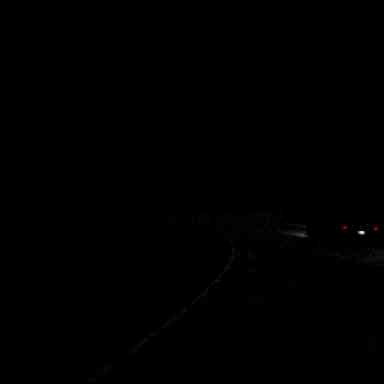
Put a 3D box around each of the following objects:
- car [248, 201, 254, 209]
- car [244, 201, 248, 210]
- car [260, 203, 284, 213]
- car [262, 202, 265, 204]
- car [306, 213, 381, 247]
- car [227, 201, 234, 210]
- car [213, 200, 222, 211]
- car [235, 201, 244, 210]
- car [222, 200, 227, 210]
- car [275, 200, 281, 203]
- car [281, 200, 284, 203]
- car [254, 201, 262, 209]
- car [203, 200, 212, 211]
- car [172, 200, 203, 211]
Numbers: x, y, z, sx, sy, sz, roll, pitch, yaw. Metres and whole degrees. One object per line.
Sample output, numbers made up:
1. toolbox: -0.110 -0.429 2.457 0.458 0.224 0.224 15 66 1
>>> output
1. car: 11.142 3.269 76.589 4.792 1.488 2.163 0 -1 17
2. car: 9.409 3.045 74.207 4.553 1.767 2.185 1 -1 17
3. car: 14.736 3.226 60.648 1.895 1.301 4.718 1 -1 36
4. car: 14.785 3.350 81.314 4.892 1.521 2.231 0 -1 17
5. car: 6.956 1.675 15.700 1.994 1.385 4.181 2 -1 -1
6. car: 5.635 2.996 69.490 5.366 1.575 1.946 1 -1 16
7. car: 2.338 2.545 64.663 5.566 2.045 2.435 1 -2 16
8. car: 7.627 2.840 71.836 5.566 2.045 2.435 1 -2 17
9. car: 4.029 2.776 67.068 4.553 1.767 2.185 1 -2 16
10. car: 20.107 3.450 88.384 5.366 1.575 1.946 0 0 18
11. car: 22.138 3.487 90.646 5.008 1.535 2.097 0 0 18
12. car: 12.950 3.048 78.957 5.566 2.045 2.435 0 -1 17
13. car: 0.535 2.438 62.264 5.566 2.045 2.435 1 -1 16
14. car: -1.174 2.585 59.838 4.892 1.521 2.231 1 -1 15
